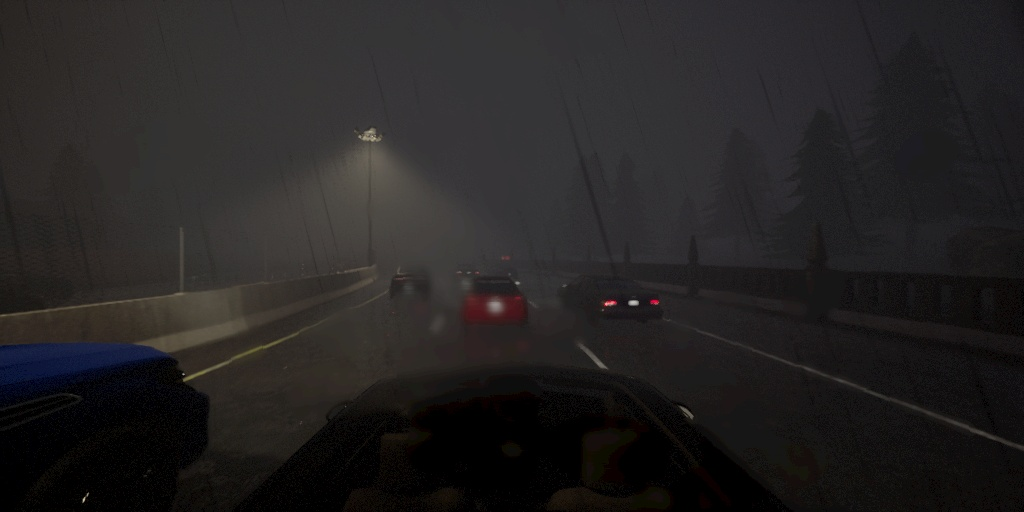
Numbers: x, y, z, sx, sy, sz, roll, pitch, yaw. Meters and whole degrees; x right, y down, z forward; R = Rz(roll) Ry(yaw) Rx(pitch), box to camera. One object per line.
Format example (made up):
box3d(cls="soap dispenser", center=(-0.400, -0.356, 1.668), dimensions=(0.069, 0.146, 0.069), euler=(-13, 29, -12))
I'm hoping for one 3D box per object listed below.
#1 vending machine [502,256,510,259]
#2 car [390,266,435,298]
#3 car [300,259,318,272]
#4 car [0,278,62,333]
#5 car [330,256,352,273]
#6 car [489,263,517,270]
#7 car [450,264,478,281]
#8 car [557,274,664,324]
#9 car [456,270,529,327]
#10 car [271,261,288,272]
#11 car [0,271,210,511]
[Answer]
box3d(cls="vending machine", center=(-0.886, 0.959, 53.191), dimensions=(1.100, 2.100, 0.880), euler=(0, 0, -26))
box3d(cls="car", center=(-5.111, 1.265, 18.699), dimensions=(2.128, 1.511, 4.902), euler=(0, 0, -10))
box3d(cls="car", center=(-27.907, 1.222, 49.275), dimensions=(2.097, 1.767, 4.553), euler=(0, 0, -31))
box3d(cls="car", center=(-14.568, 1.373, 8.790), dimensions=(1.994, 1.385, 4.181), euler=(0, 0, -6))
box3d(cls="car", center=(-21.050, 1.066, 44.114), dimensions=(2.150, 2.045, 5.566), euler=(0, 0, -27))
box3d(cls="car", center=(-0.814, 1.285, 31.116), dimensions=(1.812, 1.442, 4.674), euler=(0, 0, -16))
box3d(cls="car", center=(-3.866, 1.318, 29.257), dimensions=(2.033, 1.411, 5.357), euler=(0, 0, -16))
box3d(cls="car", center=(2.942, 1.288, 11.928), dimensions=(2.033, 1.411, 5.357), euler=(0, 0, -6))
box3d(cls="car", center=(-0.618, 1.318, 11.710), dimensions=(1.994, 1.385, 4.181), euler=(0, 0, -5))
box3d(cls="car", center=(-32.630, 1.394, 50.280), dimensions=(1.837, 1.490, 4.892), euler=(0, 0, -32))
box3d(cls="car", center=(-3.500, 0.986, 0.450), dimensions=(2.150, 2.045, 5.566), euler=(0, 0, 0))
